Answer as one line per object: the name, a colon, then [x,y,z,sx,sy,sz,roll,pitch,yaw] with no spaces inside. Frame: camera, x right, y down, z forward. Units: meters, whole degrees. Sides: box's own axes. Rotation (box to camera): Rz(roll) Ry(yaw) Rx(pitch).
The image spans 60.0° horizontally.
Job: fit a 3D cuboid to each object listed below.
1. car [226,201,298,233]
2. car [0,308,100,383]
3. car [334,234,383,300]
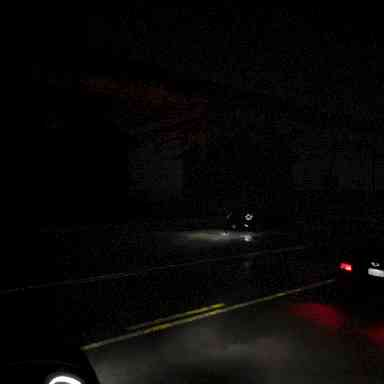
car: [4.174,1.352,19.815,4.553,1.767,2.097,0,0,-35]
car: [-2.769,1.352,1.753,4.553,1.767,2.097,0,0,-36]
car: [5.467,1.547,7.658,5.357,1.411,2.033,0,0,-36]
